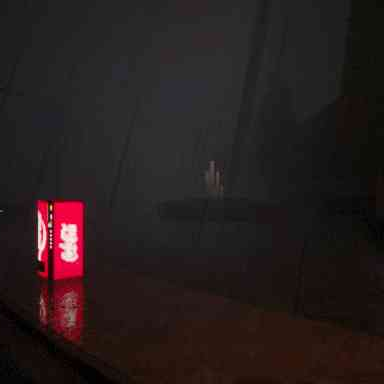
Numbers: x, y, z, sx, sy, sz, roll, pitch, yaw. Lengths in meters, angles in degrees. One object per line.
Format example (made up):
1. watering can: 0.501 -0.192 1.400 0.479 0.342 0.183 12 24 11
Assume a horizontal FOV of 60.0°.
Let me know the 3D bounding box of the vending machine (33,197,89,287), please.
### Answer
1. vending machine: -3.372 1.195 8.562 1.100 2.100 0.880 0 0 -41

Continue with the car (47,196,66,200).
1. car: -15.993 1.352 39.889 2.097 1.767 4.553 0 0 1

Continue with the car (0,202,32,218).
1. car: -16.035 1.564 29.866 1.994 1.385 4.181 0 0 -4
